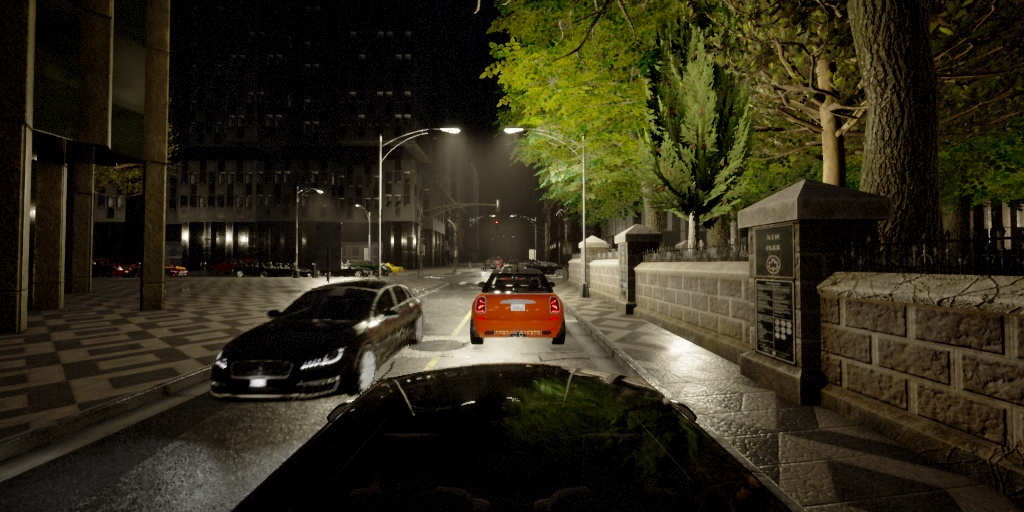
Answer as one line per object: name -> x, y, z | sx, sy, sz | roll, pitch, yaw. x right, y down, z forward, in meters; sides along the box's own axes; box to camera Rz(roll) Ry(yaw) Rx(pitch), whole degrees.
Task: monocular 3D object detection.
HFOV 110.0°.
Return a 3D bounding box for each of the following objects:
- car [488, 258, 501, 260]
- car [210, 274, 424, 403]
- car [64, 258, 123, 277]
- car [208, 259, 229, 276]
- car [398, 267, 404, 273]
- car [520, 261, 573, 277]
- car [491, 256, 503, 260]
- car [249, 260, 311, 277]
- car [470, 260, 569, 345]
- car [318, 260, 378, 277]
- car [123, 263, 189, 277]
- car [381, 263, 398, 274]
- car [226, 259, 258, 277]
car -> -2.971, 1.333, 48.760 | 1.837, 1.490, 4.892 | 0, 0, 2
car -> -2.982, 1.258, 6.657 | 1.837, 1.490, 4.892 | 0, 0, 0
car -> -36.560, 1.060, 31.685 | 5.009, 1.841, 2.192 | 0, 0, 1
car -> -30.969, 1.236, 40.153 | 5.009, 1.841, 2.192 | 0, 0, 1
car -> -14.602, 1.425, 39.990 | 4.829, 1.417, 1.751 | 0, 0, 1
car -> 3.471, 1.301, 35.979 | 4.902, 1.511, 2.128 | 0, -1, 22
car -> -2.808, 1.087, 61.881 | 2.150, 2.045, 5.566 | 0, 0, 1
car -> -20.021, 1.289, 31.520 | 4.313, 1.339, 1.948 | 0, 0, 1
car -> 0.129, 1.107, 9.689 | 2.097, 1.767, 4.553 | 0, 0, 0
car -> -14.509, 1.267, 31.465 | 4.403, 1.370, 2.007 | 0, 0, 1
car -> -31.047, 1.320, 31.630 | 4.207, 1.307, 1.802 | 0, 0, 1
car -> -13.740, 1.125, 34.138 | 4.553, 1.767, 2.097 | 0, -1, 0
car -> -23.884, 1.291, 34.237 | 4.892, 1.490, 1.837 | 0, -1, 0
